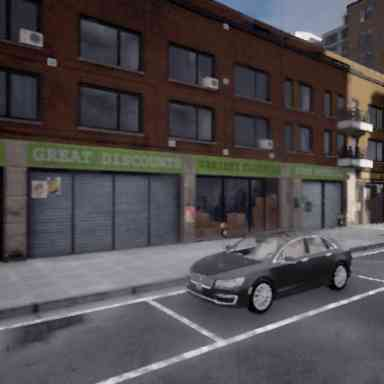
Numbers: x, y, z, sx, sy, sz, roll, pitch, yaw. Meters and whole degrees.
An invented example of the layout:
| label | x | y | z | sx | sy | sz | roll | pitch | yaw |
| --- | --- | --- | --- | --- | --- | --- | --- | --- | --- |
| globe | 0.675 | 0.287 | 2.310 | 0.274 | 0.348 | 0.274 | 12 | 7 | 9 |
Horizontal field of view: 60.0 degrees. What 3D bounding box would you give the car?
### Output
| label | x | y | z | sx | sy | sz | roll | pitch | yaw |
| --- | --- | --- | --- | --- | --- | --- | --- | --- | --- |
| car | 1.920 | 1.576 | 7.558 | 4.403 | 1.369 | 2.008 | 0 | 0 | -35 |
